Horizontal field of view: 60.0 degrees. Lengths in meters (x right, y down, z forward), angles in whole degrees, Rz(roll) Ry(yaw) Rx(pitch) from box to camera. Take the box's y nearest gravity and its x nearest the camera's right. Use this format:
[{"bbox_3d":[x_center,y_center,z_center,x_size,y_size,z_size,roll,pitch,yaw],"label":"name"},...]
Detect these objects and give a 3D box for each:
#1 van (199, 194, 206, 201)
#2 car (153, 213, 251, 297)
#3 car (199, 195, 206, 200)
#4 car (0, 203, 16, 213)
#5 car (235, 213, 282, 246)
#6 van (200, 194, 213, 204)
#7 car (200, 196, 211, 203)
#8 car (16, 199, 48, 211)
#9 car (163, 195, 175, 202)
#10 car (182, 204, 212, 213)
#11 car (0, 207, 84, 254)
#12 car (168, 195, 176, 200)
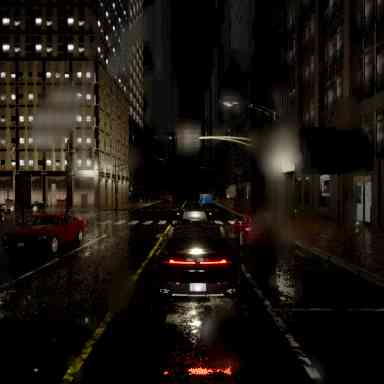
[{"bbox_3d":[2.807,1.313,86.965,1.690,1.788,3.998,0,0,0],"label":"van"},{"bbox_3d":[0.111,1.504,8.535,1.837,1.490,4.892,0,0,0],"label":"car"},{"bbox_3d":[2.816,1.550,92.661,1.802,1.307,4.206,0,0,0],"label":"car"},{"bbox_3d":[-18.569,1.308,28.881,5.009,1.841,2.192,0,0,1],"label":"car"},{"bbox_3d":[2.835,1.580,14.888,1.802,1.307,4.206,0,0,0],"label":"car"},{"bbox_3d":[2.766,1.329,58.481,1.690,1.788,3.998,0,0,0],"label":"van"},{"bbox_3d":[2.784,1.534,69.874,2.008,1.369,4.403,0,0,0],"label":"car"},{"bbox_3d":[-18.470,1.499,37.262,4.403,1.369,2.008,0,0,1],"label":"car"},{"bbox_3d":[-5.588,1.524,75.583,1.887,1.381,4.507,0,0,0],"label":"car"},{"bbox_3d":[0.125,1.562,17.411,1.994,1.385,4.181,0,0,0],"label":"car"},{"bbox_3d":[-5.806,1.543,13.523,1.887,1.381,4.507,0,0,0],"label":"car"},{"bbox_3d":[-5.564,1.533,92.674,1.947,1.339,4.313,0,0,0],"label":"car"}]
